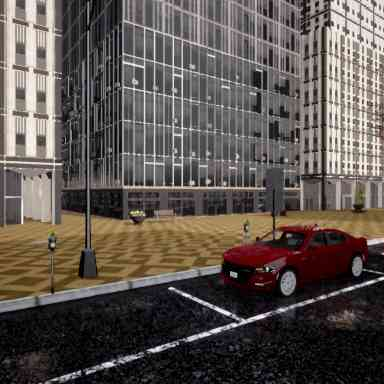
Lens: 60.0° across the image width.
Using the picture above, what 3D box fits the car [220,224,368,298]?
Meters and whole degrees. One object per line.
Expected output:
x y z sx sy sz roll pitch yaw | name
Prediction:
2.730 1.545 8.516 4.507 1.381 1.887 0 0 -36 | car
